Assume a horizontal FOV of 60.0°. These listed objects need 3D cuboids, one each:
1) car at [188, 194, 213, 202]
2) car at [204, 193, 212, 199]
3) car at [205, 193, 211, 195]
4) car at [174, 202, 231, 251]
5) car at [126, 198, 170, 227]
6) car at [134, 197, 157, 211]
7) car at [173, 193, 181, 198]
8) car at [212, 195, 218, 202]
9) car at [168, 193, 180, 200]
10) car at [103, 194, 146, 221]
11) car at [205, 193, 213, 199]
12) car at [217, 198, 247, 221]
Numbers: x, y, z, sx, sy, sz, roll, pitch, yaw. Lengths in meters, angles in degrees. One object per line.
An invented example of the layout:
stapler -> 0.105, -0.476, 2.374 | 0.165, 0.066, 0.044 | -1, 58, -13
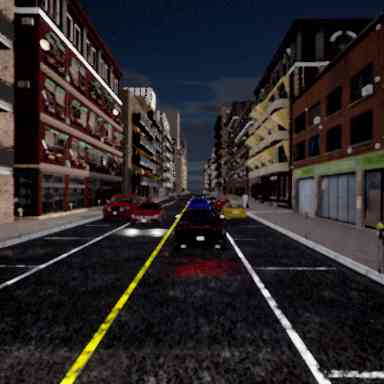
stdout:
car -> 0.616, 1.273, 30.227 | 1.882, 1.535, 5.008 | 0, 0, 1
car -> 4.213, 0.978, 87.261 | 1.947, 1.339, 4.313 | 0, 0, 1
car -> 3.716, 1.159, 59.085 | 2.008, 1.369, 4.403 | 0, 0, 1
car -> 0.336, 1.386, 13.632 | 1.882, 1.535, 5.008 | 0, 0, 1
car -> -2.732, 1.368, 21.483 | 1.812, 1.442, 4.674 | 0, 0, 1
car -> -5.060, 1.273, 36.697 | 1.887, 1.381, 4.507 | 0, 0, 1
car -> -4.067, 0.884, 93.048 | 1.887, 1.381, 4.507 | 0, 0, 1
car -> 3.318, 1.308, 36.545 | 1.887, 1.381, 4.507 | 0, 0, 1
car -> -4.365, 1.008, 76.142 | 2.008, 1.369, 4.403 | 0, 0, 1
car -> -5.257, 1.120, 25.424 | 2.192, 1.841, 5.009 | 0, 0, 1
car -> 4.118, 0.976, 81.796 | 1.752, 1.417, 4.829 | 0, 0, 1
car -> 3.123, 1.364, 25.444 | 1.752, 1.417, 4.829 | 0, 0, 1
